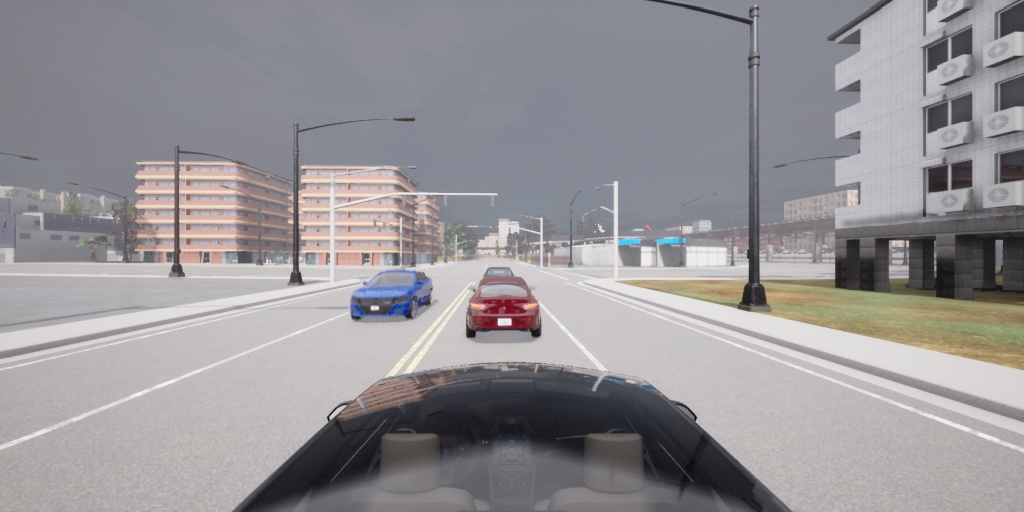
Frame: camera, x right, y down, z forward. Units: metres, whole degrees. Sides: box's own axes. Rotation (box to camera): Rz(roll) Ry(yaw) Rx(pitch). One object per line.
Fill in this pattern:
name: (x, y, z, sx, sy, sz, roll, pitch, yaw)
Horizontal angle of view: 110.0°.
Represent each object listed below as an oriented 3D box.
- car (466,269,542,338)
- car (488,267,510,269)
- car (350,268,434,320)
car: (-0.265, 1.276, 10.132, 1.812, 1.442, 4.674, 0, 0, -3)
car: (-0.720, 1.297, 19.706, 2.033, 1.411, 5.357, 0, 0, -3)
car: (-4.060, 1.227, 12.824, 1.882, 1.535, 5.008, 0, 0, -3)
